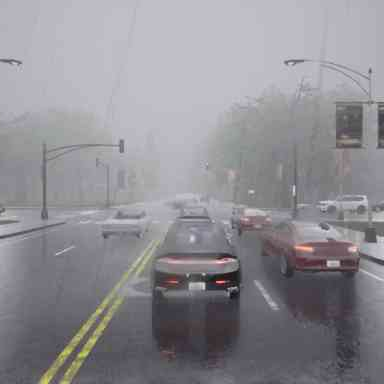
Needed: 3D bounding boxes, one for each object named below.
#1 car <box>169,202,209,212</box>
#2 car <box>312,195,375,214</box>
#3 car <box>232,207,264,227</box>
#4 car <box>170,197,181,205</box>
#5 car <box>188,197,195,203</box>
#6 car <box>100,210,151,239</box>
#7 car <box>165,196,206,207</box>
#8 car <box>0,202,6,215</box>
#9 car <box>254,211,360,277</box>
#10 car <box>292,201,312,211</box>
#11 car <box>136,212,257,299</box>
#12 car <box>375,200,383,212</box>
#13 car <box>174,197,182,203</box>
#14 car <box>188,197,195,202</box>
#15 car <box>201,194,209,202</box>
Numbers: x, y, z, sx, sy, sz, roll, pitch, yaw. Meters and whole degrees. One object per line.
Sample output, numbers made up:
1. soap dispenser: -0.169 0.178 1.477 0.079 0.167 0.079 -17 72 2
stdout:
1. car: 0.077 1.517 17.851 2.128 1.511 4.902 0 0 0
2. car: 17.056 1.399 37.541 5.566 2.045 2.150 0 0 -1
3. car: 3.335 1.555 18.970 1.812 1.442 4.674 0 0 1
4. car: -3.344 1.824 69.235 2.033 1.411 5.357 0 -1 0
5. car: -0.112 1.893 82.487 1.882 1.535 5.008 0 -1 0
6. car: -3.375 1.626 17.628 1.895 1.301 4.718 0 0 0
7. car: -0.865 1.577 39.503 2.128 1.511 4.902 0 0 -31
8. car: -20.182 1.224 30.508 5.566 2.045 2.150 0 0 -1
9. car: 3.332 1.533 10.162 1.812 1.442 4.674 0 0 0
10. car: 14.811 1.772 40.764 4.718 1.301 1.895 0 0 0
11. car: 0.088 1.496 8.444 2.128 1.511 4.902 0 0 0
12. car: 23.942 1.695 40.849 5.008 1.535 1.882 0 0 0
13. car: -3.364 1.930 83.405 1.812 1.442 4.674 0 -1 0
14. car: -0.127 1.965 92.940 1.994 1.385 4.181 0 -1 0
15. car: 3.138 1.642 82.558 2.150 2.045 5.566 0 -1 0
